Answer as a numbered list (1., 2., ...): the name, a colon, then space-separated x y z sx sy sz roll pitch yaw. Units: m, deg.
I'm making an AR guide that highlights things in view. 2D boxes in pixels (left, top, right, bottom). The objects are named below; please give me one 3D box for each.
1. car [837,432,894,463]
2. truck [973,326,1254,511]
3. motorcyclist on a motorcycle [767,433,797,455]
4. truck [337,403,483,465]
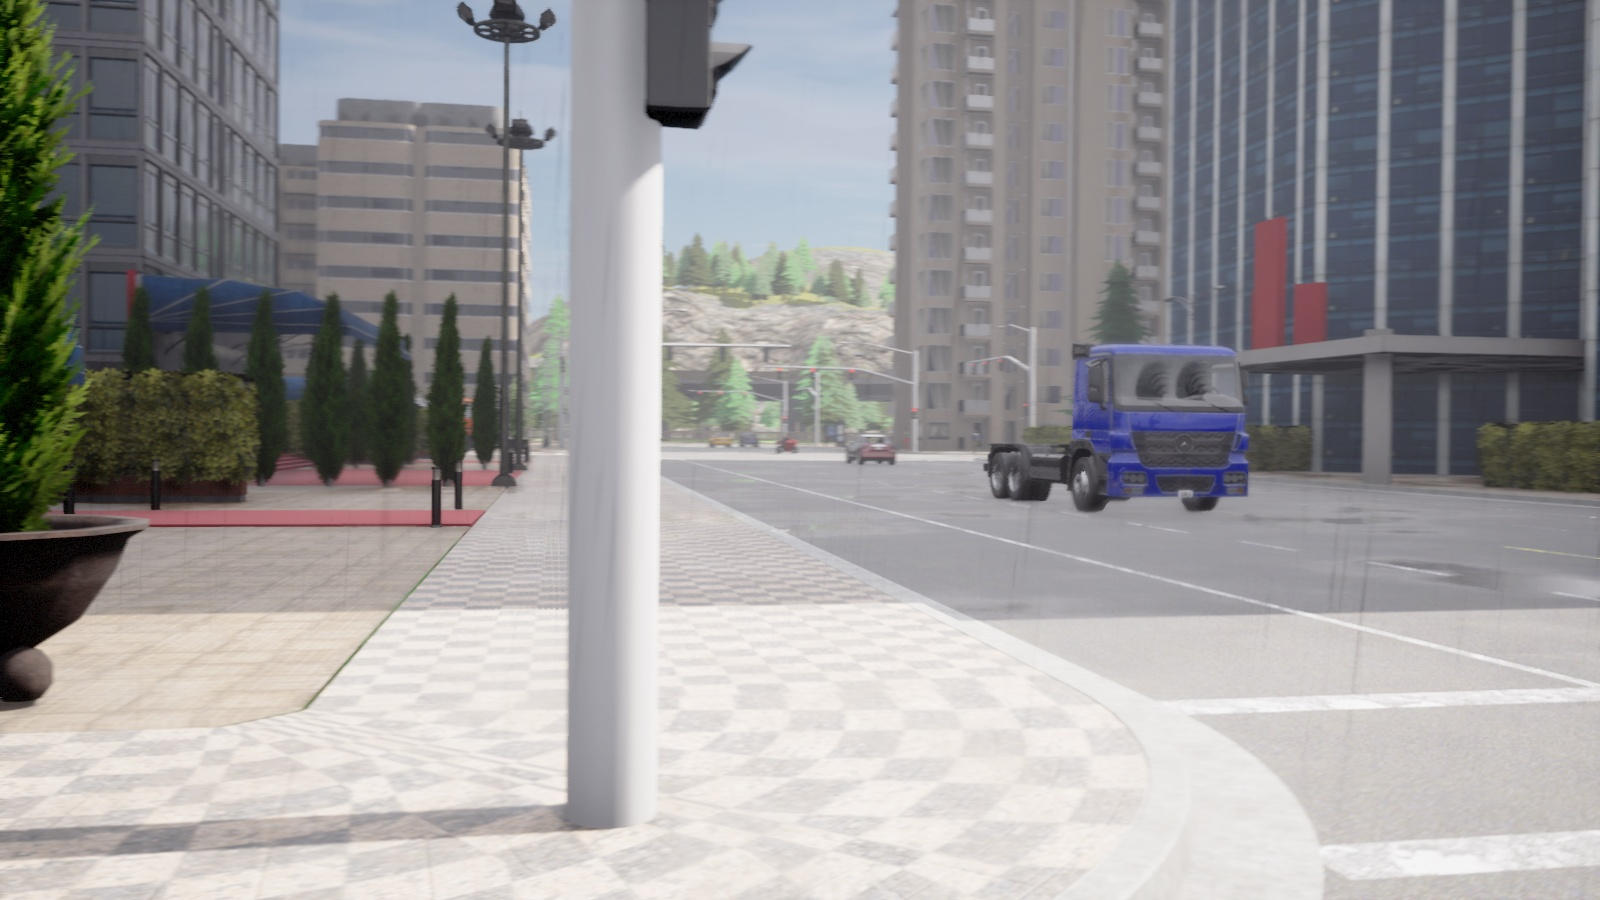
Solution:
1. car: 3.206 -0.151 62.603 1.970 1.475 3.806 -1 1 -11
2. truck: 6.505 -0.646 27.682 2.891 3.462 7.936 -1 1 -11
3. motorcyclist on a motorcycle: -1.251 -0.435 87.651 2.044 1.523 0.797 0 0 38
4. truck: -22.974 -0.963 74.466 7.936 3.462 2.891 -1 1 -11
